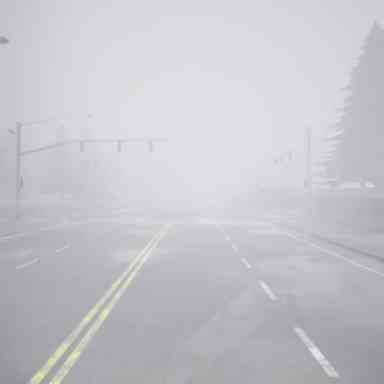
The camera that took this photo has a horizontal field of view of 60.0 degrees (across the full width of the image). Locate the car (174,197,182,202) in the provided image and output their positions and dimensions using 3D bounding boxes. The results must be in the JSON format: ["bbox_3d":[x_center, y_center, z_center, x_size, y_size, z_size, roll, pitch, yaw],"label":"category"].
[{"bbox_3d":[-3.488,1.891,85.148,2.033,1.411,5.357,0,0,0],"label":"car"}]

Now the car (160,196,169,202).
[{"bbox_3d":[-6.988,1.875,85.149,1.812,1.442,4.674,0,0,0],"label":"car"}]
